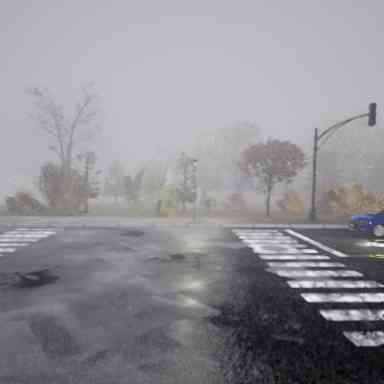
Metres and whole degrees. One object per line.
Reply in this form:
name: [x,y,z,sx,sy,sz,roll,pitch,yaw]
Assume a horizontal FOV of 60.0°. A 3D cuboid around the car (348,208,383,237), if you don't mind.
car: [10.804,1.471,17.432,5.008,1.535,1.882,1,2,-4]
